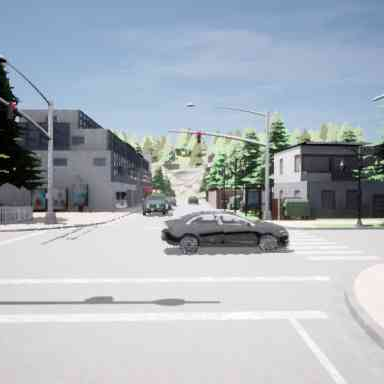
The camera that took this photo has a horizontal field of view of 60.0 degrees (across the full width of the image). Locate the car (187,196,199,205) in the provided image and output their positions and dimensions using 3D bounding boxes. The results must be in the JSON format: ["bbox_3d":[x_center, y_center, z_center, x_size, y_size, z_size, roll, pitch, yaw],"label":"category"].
[{"bbox_3d":[0.251,1.501,59.507,1.837,1.490,4.892,0,0,0],"label":"car"}]

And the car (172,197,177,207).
[{"bbox_3d":[-3.491,1.488,42.704,2.128,1.511,4.902,0,0,0],"label":"car"}]

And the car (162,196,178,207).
[{"bbox_3d":[-3.448,1.488,52.972,2.128,1.511,4.902,0,0,0],"label":"car"}]

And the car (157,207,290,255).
[{"bbox_3d":[1.224,1.484,12.807,4.902,1.511,2.128,0,0,-3],"label":"car"}]

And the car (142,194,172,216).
[{"bbox_3d":[-3.519,1.219,32.654,2.150,2.045,5.566,0,0,0],"label":"car"}]
